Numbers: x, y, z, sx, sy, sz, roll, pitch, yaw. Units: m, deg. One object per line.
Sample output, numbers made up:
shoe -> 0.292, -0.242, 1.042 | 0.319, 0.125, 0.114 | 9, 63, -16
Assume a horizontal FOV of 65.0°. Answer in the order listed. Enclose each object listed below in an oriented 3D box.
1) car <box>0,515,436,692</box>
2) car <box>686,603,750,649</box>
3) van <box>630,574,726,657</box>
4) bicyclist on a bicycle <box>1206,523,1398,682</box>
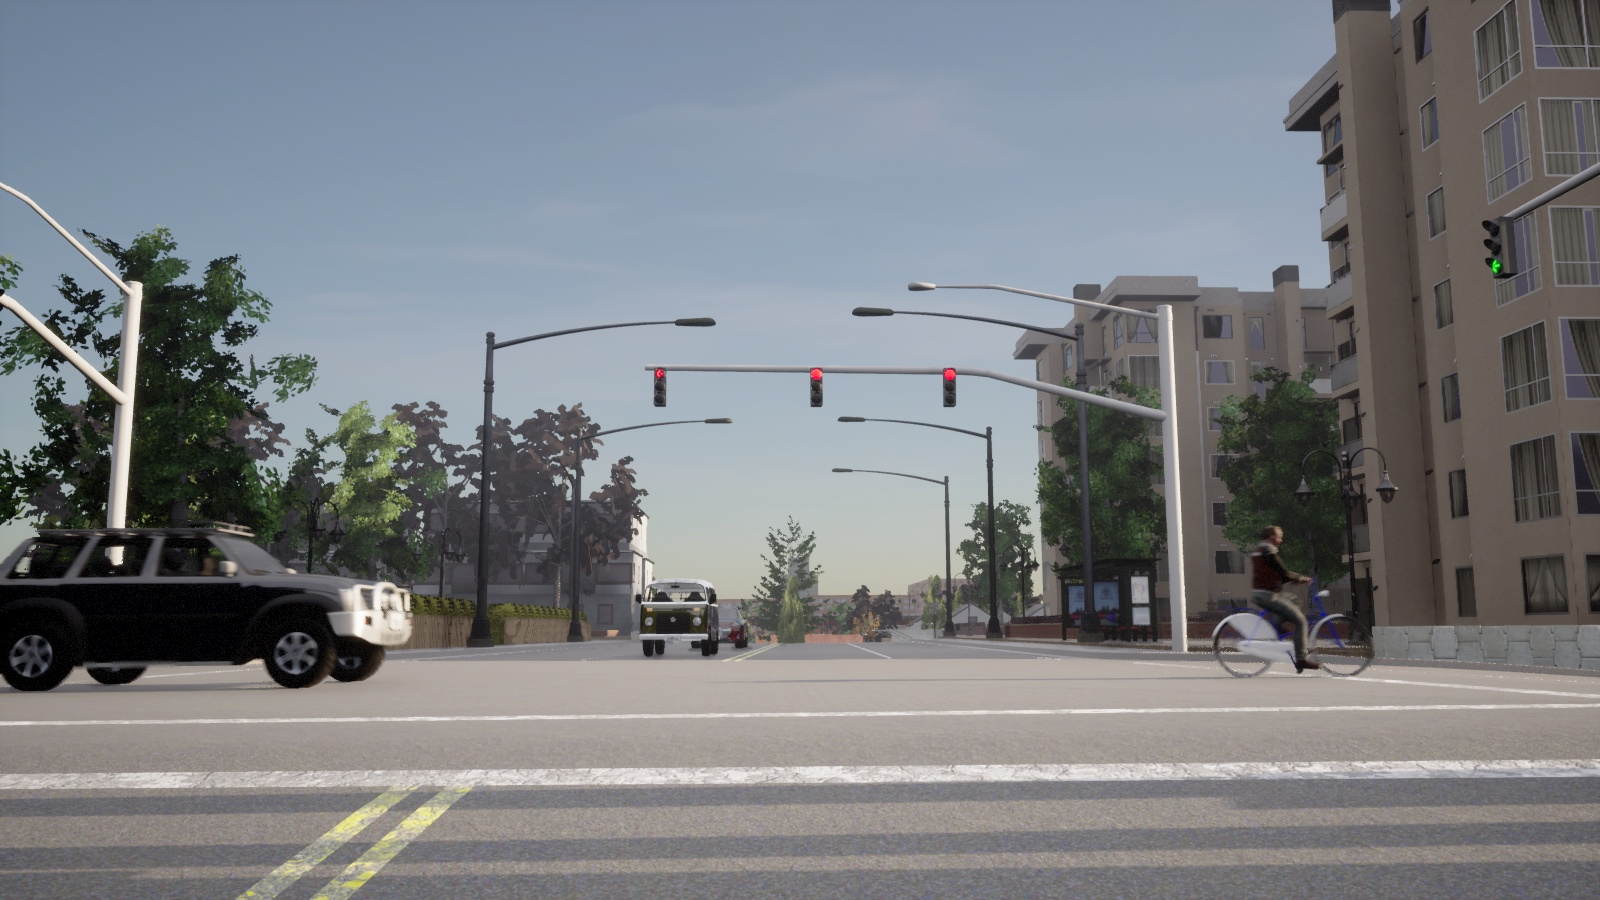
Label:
car -> -6.811, 1.785, 14.503 | 4.605, 1.855, 1.932 | 0, -8, 0
car -> -3.017, 6.644, 47.322 | 2.033, 1.649, 4.856 | 0, -8, 1
van -> -3.157, 4.443, 33.520 | 2.069, 2.038, 4.480 | 0, -8, 1
bicyclist on a bicycle -> 5.783, 1.767, 14.556 | 1.843, 1.776, 0.659 | 0, -9, 0
